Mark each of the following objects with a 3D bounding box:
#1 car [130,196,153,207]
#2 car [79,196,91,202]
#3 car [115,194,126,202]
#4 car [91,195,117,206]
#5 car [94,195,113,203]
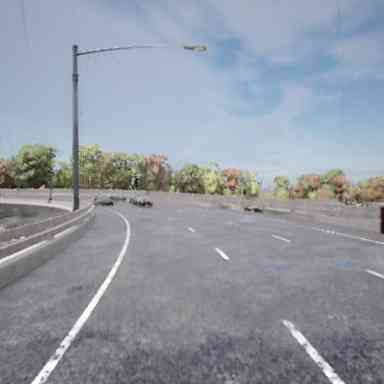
[{"bbox_3d":[-7.036,1.420,46.347,1.895,1.301,4.718,0,0,-26],"label":"car"},{"bbox_3d":[-20.245,1.394,61.747,1.994,1.385,4.181,-1,0,-38],"label":"car"},{"bbox_3d":[-14.728,1.226,66.067,2.128,1.511,4.902,-1,0,-38],"label":"car"},{"bbox_3d":[-13.623,1.401,51.293,1.994,1.385,4.181,-1,0,-30],"label":"car"},{"bbox_3d":[-16.861,1.281,63.044,1.882,1.535,5.008,-1,0,-36],"label":"car"}]
